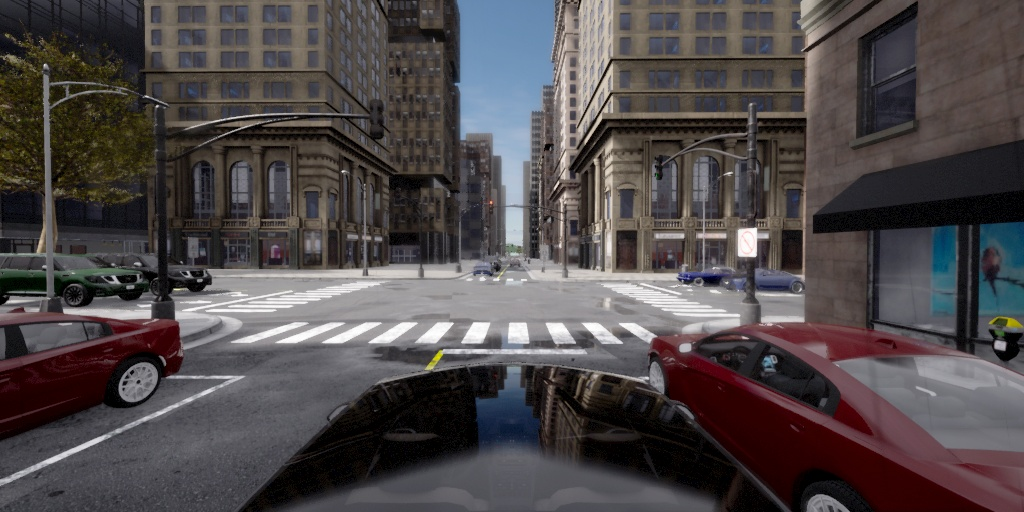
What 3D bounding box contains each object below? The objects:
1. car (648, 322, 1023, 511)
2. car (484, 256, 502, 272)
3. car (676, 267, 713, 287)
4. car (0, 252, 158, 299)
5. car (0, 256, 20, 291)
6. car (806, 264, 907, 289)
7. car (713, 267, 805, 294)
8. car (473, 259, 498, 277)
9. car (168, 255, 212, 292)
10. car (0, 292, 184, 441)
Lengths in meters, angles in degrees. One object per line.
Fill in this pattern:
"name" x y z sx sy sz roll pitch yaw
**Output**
"car" 2.770 1.294 3.371 1.888 1.381 4.507 0 0 0
"car" -2.714 0.961 46.406 2.150 2.045 5.566 0 0 1
"car" 13.810 1.402 24.334 4.718 1.301 1.895 0 1 1
"car" -18.341 0.901 14.659 5.566 2.045 2.150 0 1 0
"car" -28.420 0.902 18.001 4.553 1.767 2.097 0 1 1
"car" 23.169 1.359 24.249 5.008 1.535 1.882 0 1 0
"car" 14.634 1.419 21.076 4.181 1.385 1.994 0 1 0
"car" -2.809 1.289 36.220 2.033 1.411 5.357 0 0 0
"car" -18.333 0.853 17.909 5.566 2.045 2.150 0 1 0
"car" -5.755 1.294 3.438 1.888 1.381 4.507 0 0 0
